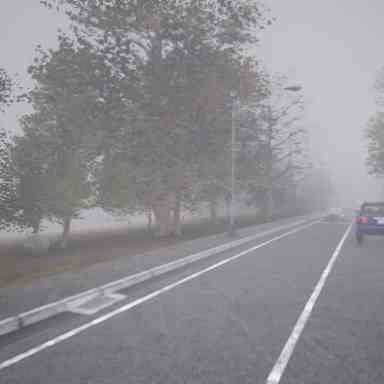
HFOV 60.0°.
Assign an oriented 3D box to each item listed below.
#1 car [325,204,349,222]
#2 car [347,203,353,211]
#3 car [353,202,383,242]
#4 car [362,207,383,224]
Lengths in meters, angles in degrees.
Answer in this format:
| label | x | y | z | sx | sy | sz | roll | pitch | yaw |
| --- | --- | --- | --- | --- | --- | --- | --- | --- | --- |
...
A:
| label | x | y | z | sx | sy | sz | roll | pitch | yaw |
| --- | --- | --- | --- | --- | --- | --- | --- | --- | --- |
| car | 14.836 | 2.288 | 34.238 | 1.812 | 1.442 | 4.674 | 0 | -2 | 27 |
| car | 29.173 | 2.851 | 61.370 | 2.128 | 1.511 | 4.902 | 0 | -1 | 29 |
| car | 10.094 | 1.539 | 17.911 | 2.150 | 2.045 | 5.566 | 0 | -1 | 28 |
| car | 18.204 | 2.277 | 33.517 | 1.837 | 1.490 | 4.892 | 0 | -1 | 28 |
